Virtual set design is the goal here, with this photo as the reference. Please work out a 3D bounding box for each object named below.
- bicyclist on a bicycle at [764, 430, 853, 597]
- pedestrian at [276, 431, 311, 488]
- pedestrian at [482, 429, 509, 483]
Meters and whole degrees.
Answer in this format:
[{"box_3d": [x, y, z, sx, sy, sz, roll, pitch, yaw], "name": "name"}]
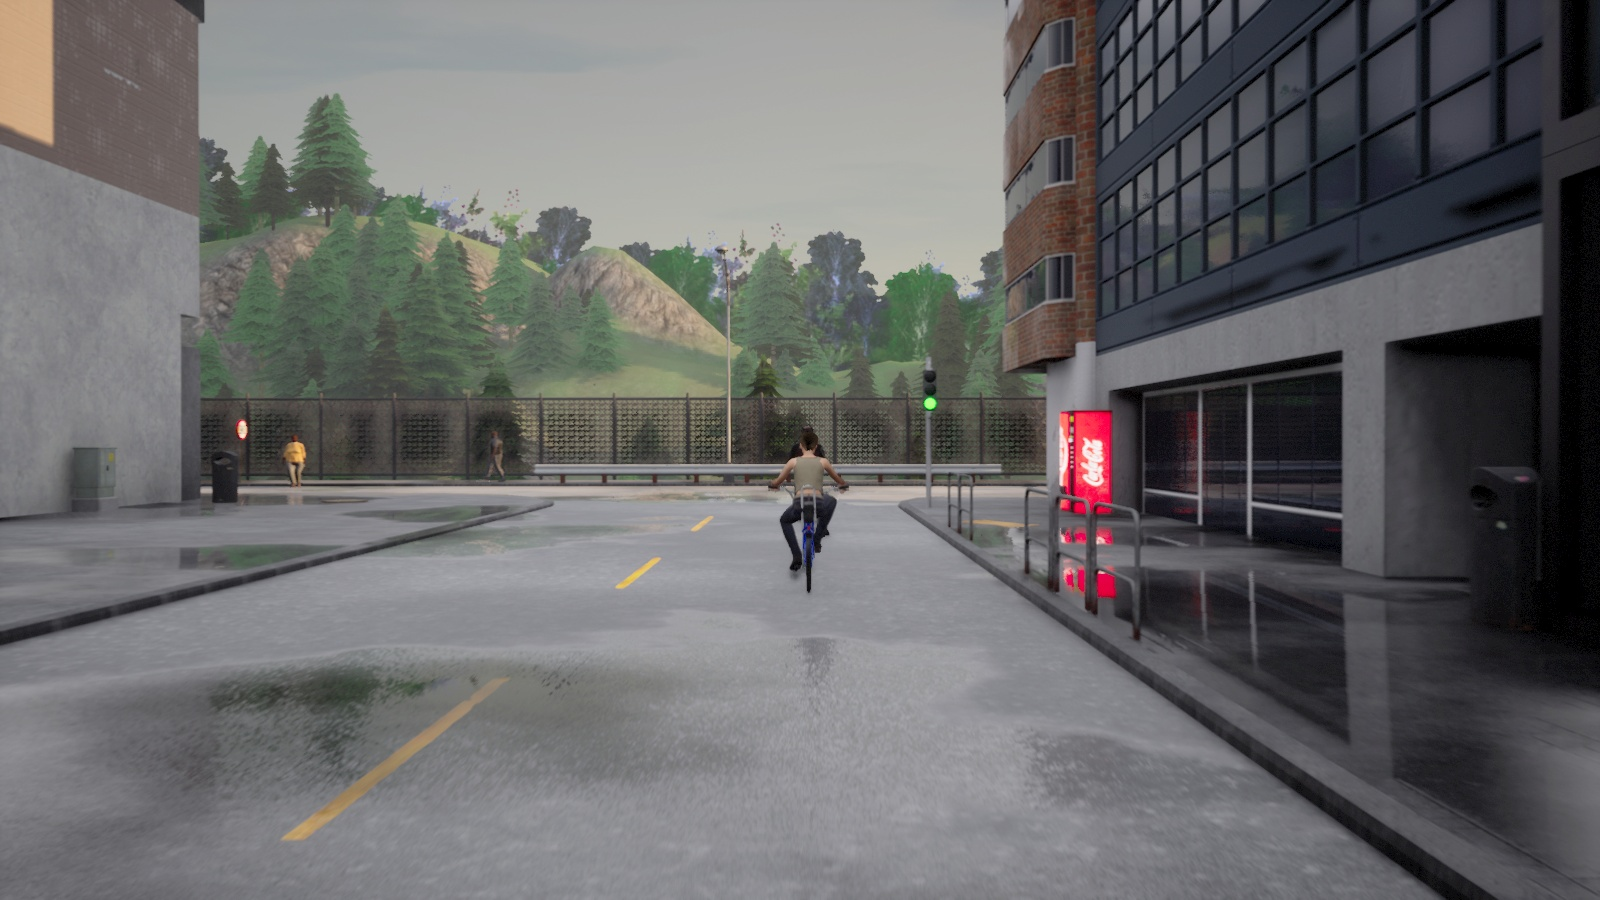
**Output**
[{"box_3d": [0.089, 0.607, 13.049, 0.866, 1.612, 1.509, 0, 2, 0], "name": "bicyclist on a bicycle"}, {"box_3d": [-16.679, 0.297, 41.374, 0.874, 1.855, 0.900, 0, 0, -9], "name": "pedestrian"}, {"box_3d": [-10.690, 0.196, 44.089, 0.849, 1.883, 0.563, 0, 0, -6], "name": "pedestrian"}]
